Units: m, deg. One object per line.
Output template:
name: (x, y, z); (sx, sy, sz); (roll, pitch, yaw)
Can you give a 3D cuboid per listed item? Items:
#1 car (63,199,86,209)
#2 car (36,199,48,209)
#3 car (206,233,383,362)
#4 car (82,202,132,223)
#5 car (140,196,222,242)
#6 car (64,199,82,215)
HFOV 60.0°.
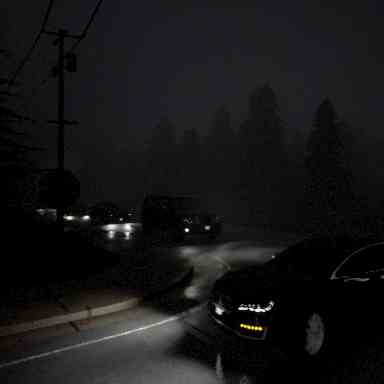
car: (-16.682, 1.617, 46.890); (1.895, 1.301, 4.718); (0, 0, -35)
car: (-19.768, 1.475, 44.974); (1.882, 1.535, 5.008); (0, 0, -34)
car: (2.668, 1.524, 5.819); (4.892, 1.490, 1.837); (0, -3, -20)
car: (-6.476, 1.549, 25.648); (2.033, 1.411, 5.357); (0, 0, -34)
car: (-0.783, 1.226, 17.003); (2.150, 2.045, 5.566); (0, 0, -32)
car: (-12.350, 1.481, 34.184); (1.882, 1.535, 5.008); (0, 0, -35)
